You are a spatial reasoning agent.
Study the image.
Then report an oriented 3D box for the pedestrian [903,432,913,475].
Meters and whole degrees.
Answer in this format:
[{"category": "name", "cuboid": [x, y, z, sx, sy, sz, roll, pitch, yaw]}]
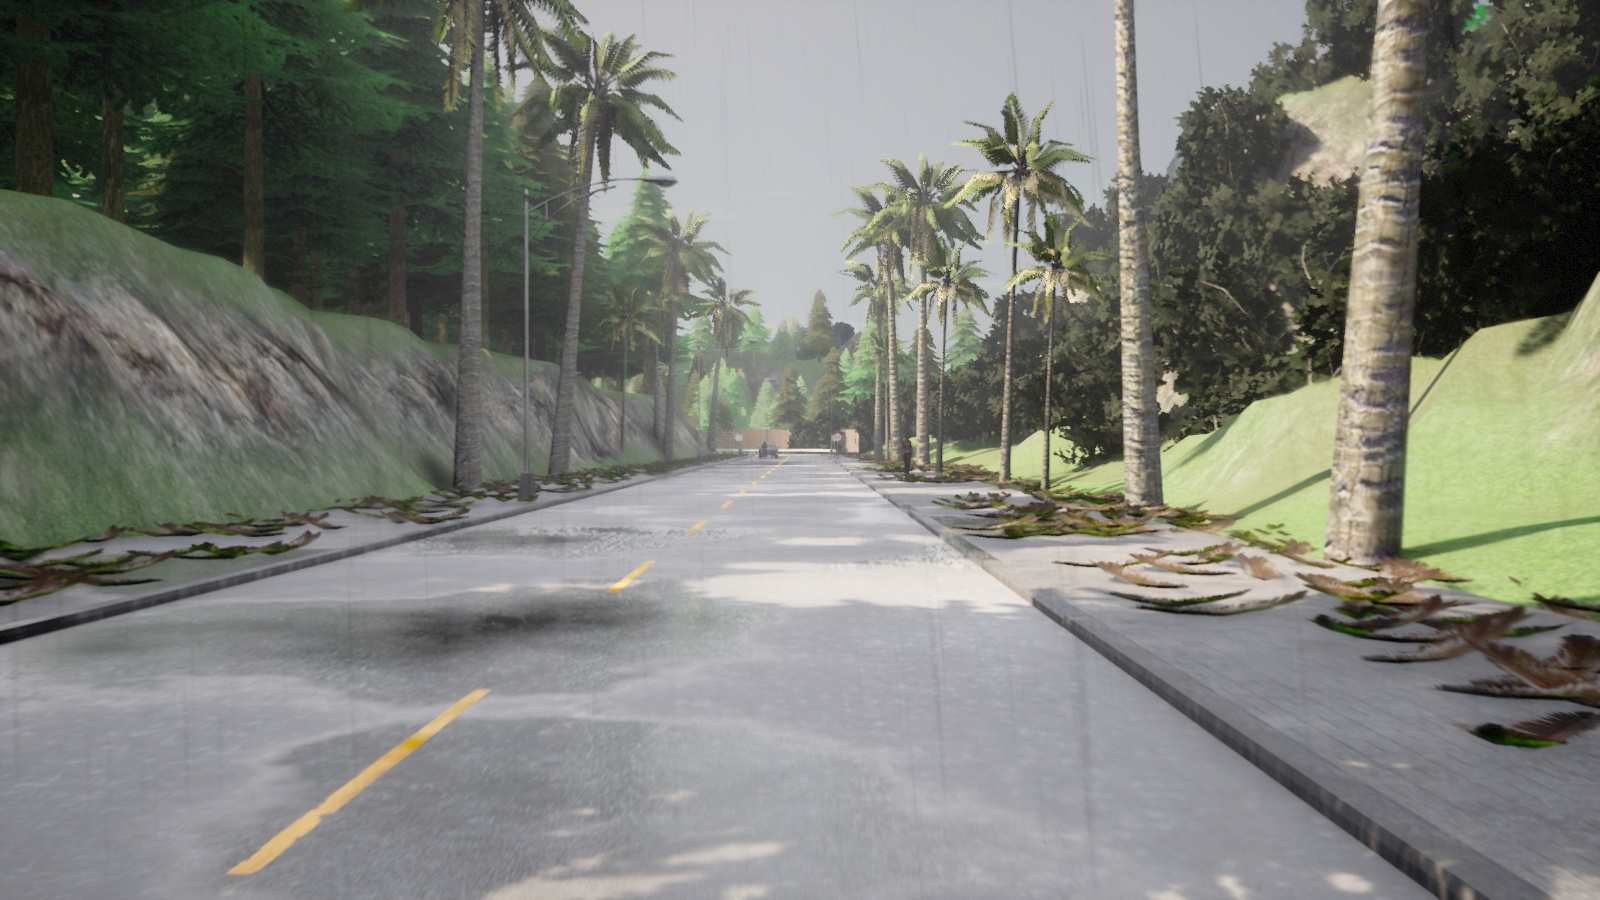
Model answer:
[{"category": "pedestrian", "cuboid": [4.640, 0.146, 54.011, 0.328, 1.805, 0.869, 0, 0, 1]}]
